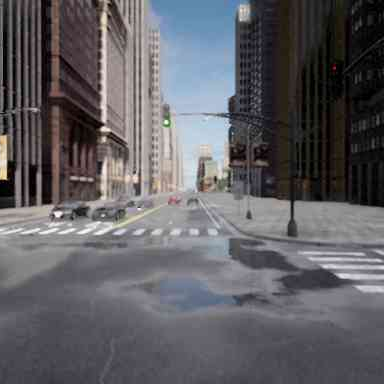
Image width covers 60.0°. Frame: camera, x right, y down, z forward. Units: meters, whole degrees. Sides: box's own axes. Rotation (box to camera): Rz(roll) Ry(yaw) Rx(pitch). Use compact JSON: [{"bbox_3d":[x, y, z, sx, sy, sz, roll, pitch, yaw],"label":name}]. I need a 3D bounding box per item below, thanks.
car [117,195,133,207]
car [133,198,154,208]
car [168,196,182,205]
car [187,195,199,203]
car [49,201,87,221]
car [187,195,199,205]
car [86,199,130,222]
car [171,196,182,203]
[{"bbox_3d":[-9.665,1.286,48.087,2.097,1.767,4.553,0,0,1],"label":"car"},{"bbox_3d":[-6.420,1.485,46.587,2.033,1.411,5.357,0,0,1],"label":"car"},{"bbox_3d":[-3.090,1.445,56.014,1.812,1.442,4.674,0,0,0],"label":"car"},{"bbox_3d":[0.189,1.384,66.040,2.128,1.511,4.902,0,0,0],"label":"car"},{"bbox_3d":[-9.722,1.462,26.889,2.128,1.511,4.902,0,0,3],"label":"car"},{"bbox_3d":[0.159,1.425,55.622,1.837,1.490,4.892,0,0,0],"label":"car"},{"bbox_3d":[-6.511,1.537,26.356,1.994,1.385,4.181,0,0,0],"label":"car"},{"bbox_3d":[-3.061,1.505,66.080,1.895,1.301,4.718,0,0,0],"label":"car"}]
